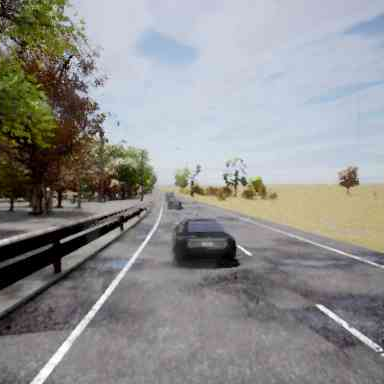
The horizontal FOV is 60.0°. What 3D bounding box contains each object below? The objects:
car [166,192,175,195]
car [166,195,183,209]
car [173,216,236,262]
[{"bbox_3d":[-4.968,1.343,78.379,2.097,1.767,4.553,0,0,-5],"label":"car"},{"bbox_3d":[-2.344,1.496,45.506,2.128,1.511,4.902,0,0,-5],"label":"car"},{"bbox_3d":[0.315,1.574,12.184,1.994,1.385,4.181,0,0,-5],"label":"car"}]
